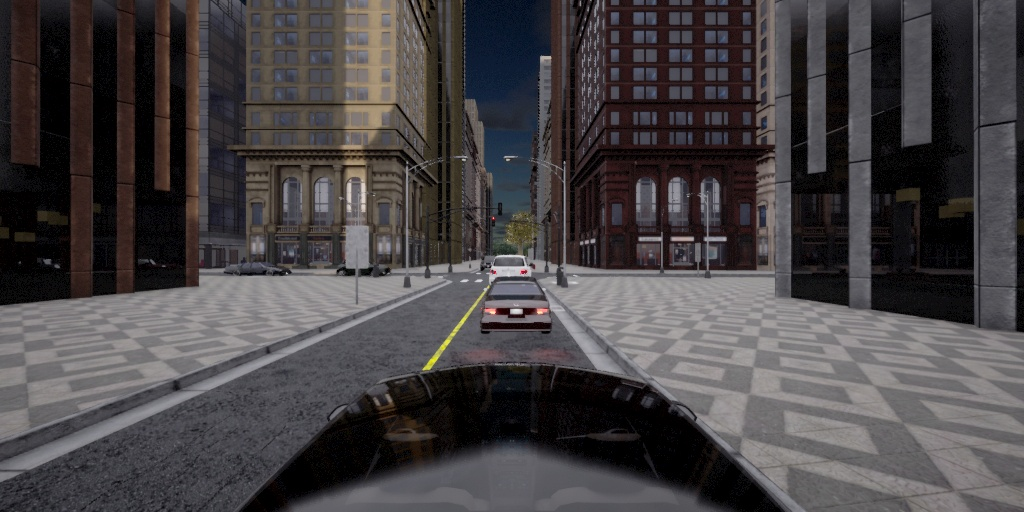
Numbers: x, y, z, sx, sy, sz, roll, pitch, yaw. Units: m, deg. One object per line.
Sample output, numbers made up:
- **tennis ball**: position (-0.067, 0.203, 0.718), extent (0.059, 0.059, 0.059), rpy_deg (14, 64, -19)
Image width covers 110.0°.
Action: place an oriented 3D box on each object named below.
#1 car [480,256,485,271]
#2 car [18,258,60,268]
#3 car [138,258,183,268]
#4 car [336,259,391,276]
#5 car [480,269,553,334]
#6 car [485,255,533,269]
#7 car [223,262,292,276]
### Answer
- **car**: position (-3.139, 0.969, 49.469), extent (2.150, 2.045, 5.566), rpy_deg (0, 0, -1)
- **car**: position (-43.166, 0.979, 33.351), extent (4.553, 1.767, 2.097), rpy_deg (0, 0, 0)
- **car**: position (-33.364, 1.000, 33.322), extent (4.553, 1.767, 2.097), rpy_deg (0, 0, 0)
- **car**: position (-13.699, 1.052, 33.323), extent (4.553, 1.767, 2.097), rpy_deg (0, 0, 0)
- **car**: position (0.089, 1.297, 10.594), extent (2.033, 1.411, 5.357), rpy_deg (0, 0, 0)
- **car**: position (0.013, 0.971, 20.839), extent (2.150, 2.045, 5.566), rpy_deg (0, 0, 4)
- **car**: position (-23.577, 1.220, 33.315), extent (5.357, 1.411, 2.033), rpy_deg (0, 0, 0)
